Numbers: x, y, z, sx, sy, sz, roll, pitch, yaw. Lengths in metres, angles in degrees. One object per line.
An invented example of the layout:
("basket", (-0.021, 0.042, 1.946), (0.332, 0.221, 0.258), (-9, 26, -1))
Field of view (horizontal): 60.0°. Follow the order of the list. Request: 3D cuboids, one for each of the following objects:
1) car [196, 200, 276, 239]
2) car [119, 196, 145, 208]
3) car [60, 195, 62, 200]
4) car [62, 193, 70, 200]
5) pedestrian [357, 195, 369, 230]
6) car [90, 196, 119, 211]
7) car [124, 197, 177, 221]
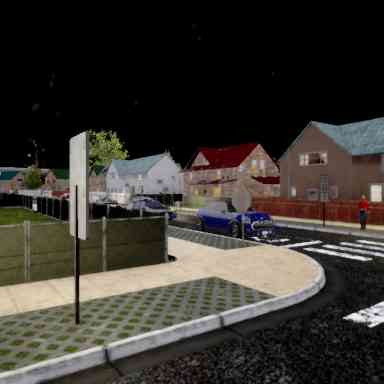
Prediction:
("car", (2.110, 1.235, 16.933), (2.097, 1.767, 4.553), (0, 1, -32))
("car", (-5.097, 1.178, 32.978), (1.882, 1.535, 5.008), (0, 1, -34))
("car", (-20.860, 0.878, 56.195), (1.882, 1.535, 5.008), (0, 0, -34))
("car", (-14.313, 1.141, 41.349), (1.994, 1.385, 4.181), (0, 1, -34))
("pedestrian", (8.954, 1.050, 17.422), (0.375, 1.860, 0.375), (1, 0, -34))
("car", (-8.711, 1.174, 33.044), (2.128, 1.511, 4.902), (0, 1, -34))
("car", (-3.189, 1.333, 24.886), (2.033, 1.411, 5.357), (0, 1, -34))
